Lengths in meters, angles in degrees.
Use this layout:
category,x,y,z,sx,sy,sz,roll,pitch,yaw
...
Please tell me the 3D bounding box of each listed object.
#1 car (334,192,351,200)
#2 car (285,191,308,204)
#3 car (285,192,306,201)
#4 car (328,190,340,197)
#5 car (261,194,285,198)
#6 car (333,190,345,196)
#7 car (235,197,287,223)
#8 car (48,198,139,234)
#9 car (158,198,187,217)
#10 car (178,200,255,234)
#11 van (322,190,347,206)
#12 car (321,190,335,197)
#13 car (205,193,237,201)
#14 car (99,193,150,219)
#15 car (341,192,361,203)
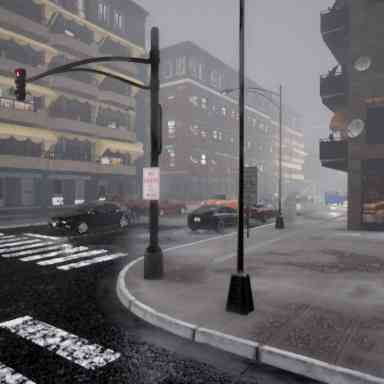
category,x,y,z,sx,sy,sz,roll,pitch,yaw
car,25.914,0.696,57.244,1.895,1.301,4.718,1,1,35
car,14.519,0.643,46.462,2.097,1.767,4.553,1,1,36
car,17.044,0.720,54.675,1.947,1.339,4.313,2,2,35
car,33.060,0.336,77.463,1.802,1.307,4.206,2,2,35
car,10.638,0.880,45.560,1.947,1.339,4.313,2,2,35
car,36.263,0.257,82.020,1.802,1.307,4.206,2,2,35
car,4.659,1.283,22.480,1.802,1.307,4.206,2,2,35
car,-5.367,1.296,18.146,1.837,1.490,4.892,0,1,33
car,-2.174,1.180,27.330,1.887,1.381,4.507,2,2,35
car,1.456,1.348,17.922,1.947,1.339,4.313,2,2,35
van,17.474,0.721,40.705,1.690,1.788,3.998,2,2,35
car,29.857,0.379,72.905,1.887,1.381,4.507,2,2,35
car,2.577,0.943,29.606,2.097,1.767,4.553,1,1,35
car,-5.375,1.031,22.766,2.192,1.841,5.009,2,2,35
car,23.878,0.764,49.824,1.887,1.381,4.507,2,2,35
